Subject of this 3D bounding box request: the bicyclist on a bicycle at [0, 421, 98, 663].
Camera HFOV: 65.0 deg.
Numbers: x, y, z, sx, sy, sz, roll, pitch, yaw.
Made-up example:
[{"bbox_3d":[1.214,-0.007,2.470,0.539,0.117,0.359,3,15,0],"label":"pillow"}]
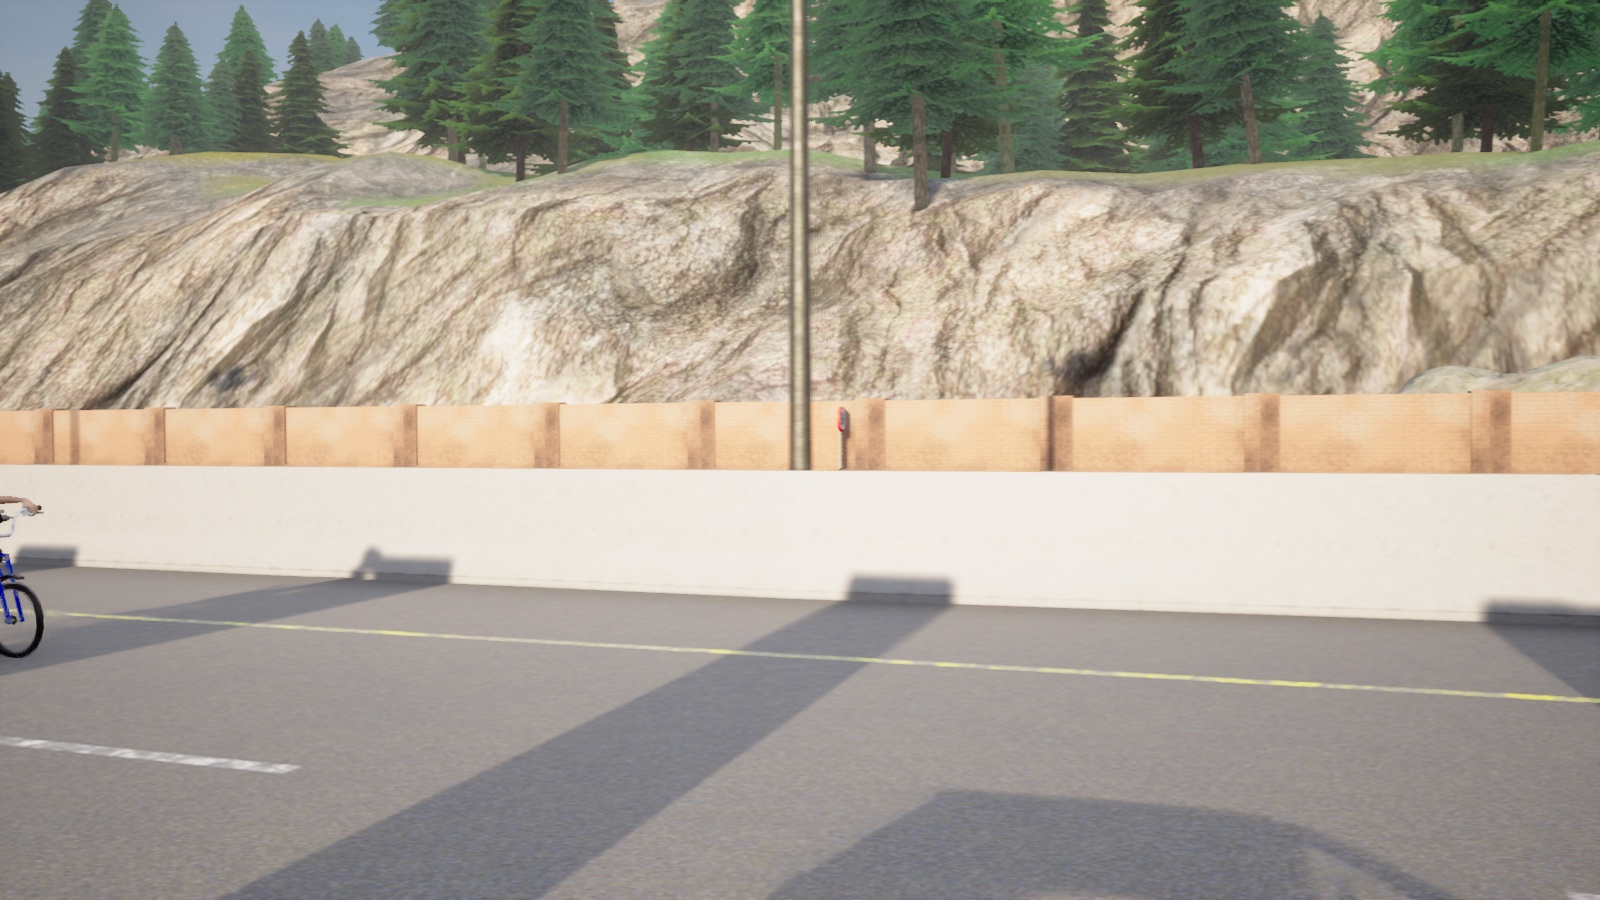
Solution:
[{"bbox_3d":[-5.940,0.604,8.929,1.509,1.612,0.866,1,1,20],"label":"bicyclist on a bicycle"}]
